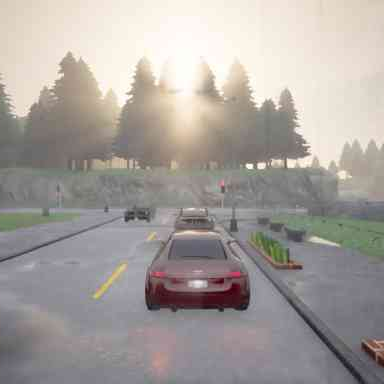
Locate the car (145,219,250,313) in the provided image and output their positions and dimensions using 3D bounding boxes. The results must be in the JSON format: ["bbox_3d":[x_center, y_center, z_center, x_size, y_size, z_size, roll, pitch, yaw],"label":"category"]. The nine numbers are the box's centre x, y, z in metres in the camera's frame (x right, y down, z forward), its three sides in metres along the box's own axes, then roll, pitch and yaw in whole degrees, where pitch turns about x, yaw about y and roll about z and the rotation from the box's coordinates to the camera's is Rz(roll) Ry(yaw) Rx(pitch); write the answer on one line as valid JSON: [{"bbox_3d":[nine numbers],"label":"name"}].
[{"bbox_3d":[0.103,1.564,7.774,1.994,1.385,4.181,0,0,0],"label":"car"}]

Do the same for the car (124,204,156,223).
[{"bbox_3d":[-3.992,1.601,26.004,1.895,1.301,4.718,0,0,0],"label":"car"}]

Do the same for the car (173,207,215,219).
[{"bbox_3d":[0.105,1.505,16.686,1.837,1.490,4.892,0,0,0],"label":"car"}]
